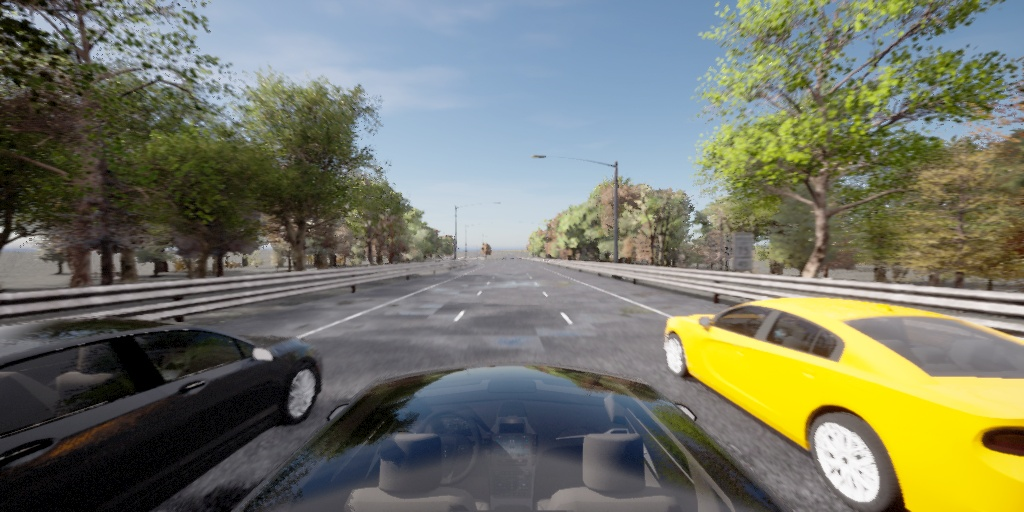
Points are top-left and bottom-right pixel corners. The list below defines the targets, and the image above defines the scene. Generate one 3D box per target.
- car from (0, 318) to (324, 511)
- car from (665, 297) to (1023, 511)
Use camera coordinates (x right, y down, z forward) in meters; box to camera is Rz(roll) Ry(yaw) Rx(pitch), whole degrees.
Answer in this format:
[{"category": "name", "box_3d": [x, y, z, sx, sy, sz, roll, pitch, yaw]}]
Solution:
[{"category": "car", "box_3d": [-3.403, 1.256, 2.807, 1.837, 1.490, 4.892, 0, 0, 0]}, {"category": "car", "box_3d": [3.597, 1.229, 4.305, 1.882, 1.535, 5.008, 0, 0, 0]}]
